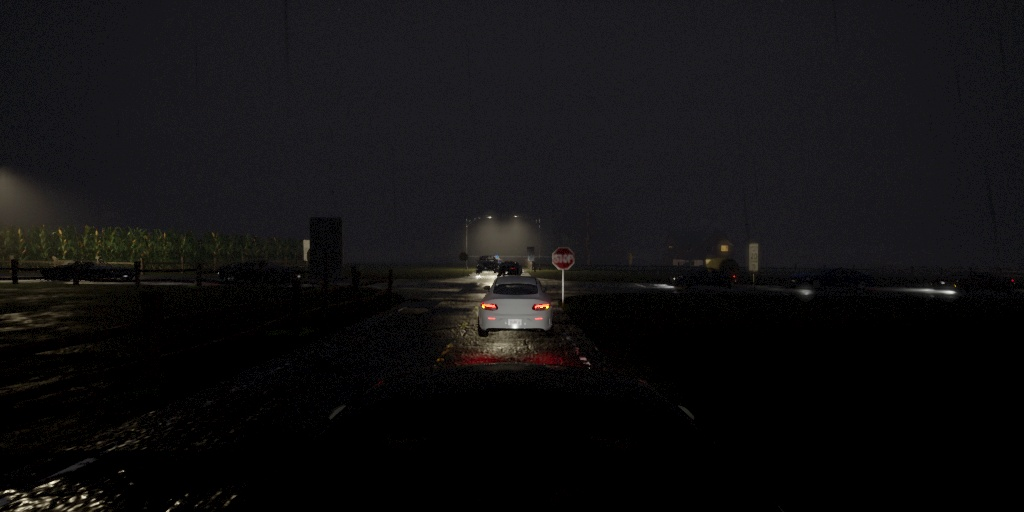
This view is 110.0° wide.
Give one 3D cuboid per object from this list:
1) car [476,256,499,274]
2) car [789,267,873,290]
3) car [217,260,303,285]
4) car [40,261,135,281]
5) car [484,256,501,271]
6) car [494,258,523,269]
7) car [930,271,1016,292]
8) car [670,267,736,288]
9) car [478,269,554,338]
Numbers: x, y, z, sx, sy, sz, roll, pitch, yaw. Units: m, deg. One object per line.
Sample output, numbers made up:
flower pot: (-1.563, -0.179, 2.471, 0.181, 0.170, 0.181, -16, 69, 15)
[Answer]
car: (-2.815, 0.960, 41.158, 2.150, 2.045, 5.566, 0, 0, 0)
car: (22.661, 1.540, 25.619, 5.008, 1.535, 1.882, 1, 1, 1)
car: (-16.361, 1.040, 23.410, 4.902, 1.511, 2.128, 1, 1, 0)
car: (-27.580, 0.992, 23.584, 4.718, 1.301, 1.895, 1, 1, 1)
car: (-2.802, 0.957, 51.666, 2.150, 2.045, 5.566, 0, 0, 0)
car: (-0.154, 1.248, 34.330, 1.837, 1.490, 4.892, 2, 0, 7)
car: (32.621, 1.777, 25.435, 4.181, 1.385, 1.994, 1, 1, 1)
car: (13.671, 1.495, 25.778, 4.181, 1.385, 1.994, 1, 1, 1)
car: (0.136, 1.273, 10.104, 1.812, 1.442, 4.674, 0, 0, 2)
